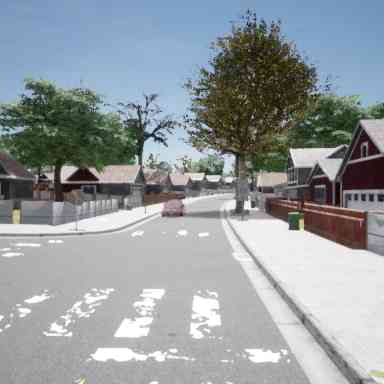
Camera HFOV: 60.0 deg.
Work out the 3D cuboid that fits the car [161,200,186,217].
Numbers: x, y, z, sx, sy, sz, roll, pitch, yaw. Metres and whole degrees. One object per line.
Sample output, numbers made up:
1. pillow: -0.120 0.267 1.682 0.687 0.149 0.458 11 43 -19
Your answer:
1. car: -1.563 1.452 29.972 1.812 1.442 4.674 0 1 4
